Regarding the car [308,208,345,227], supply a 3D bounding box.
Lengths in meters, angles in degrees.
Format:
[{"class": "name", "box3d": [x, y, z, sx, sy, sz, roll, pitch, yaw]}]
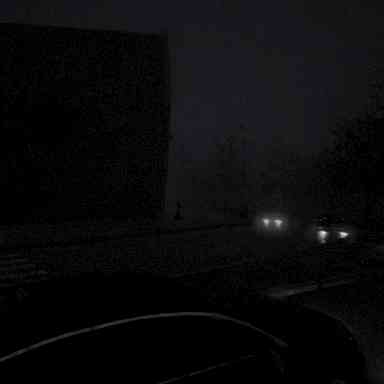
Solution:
[{"class": "car", "box3d": [11.273, 2.071, 28.100, 1.882, 1.535, 5.008, 3, -2, 5]}]

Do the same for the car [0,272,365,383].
[{"class": "car", "box3d": [-0.497, 1.509, 2.845, 4.892, 1.490, 1.837, 0, 0, -33]}]

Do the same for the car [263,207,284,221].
[{"class": "car", "box3d": [8.725, 2.300, 35.679, 1.994, 1.385, 4.181, 2, -2, 12]}]
